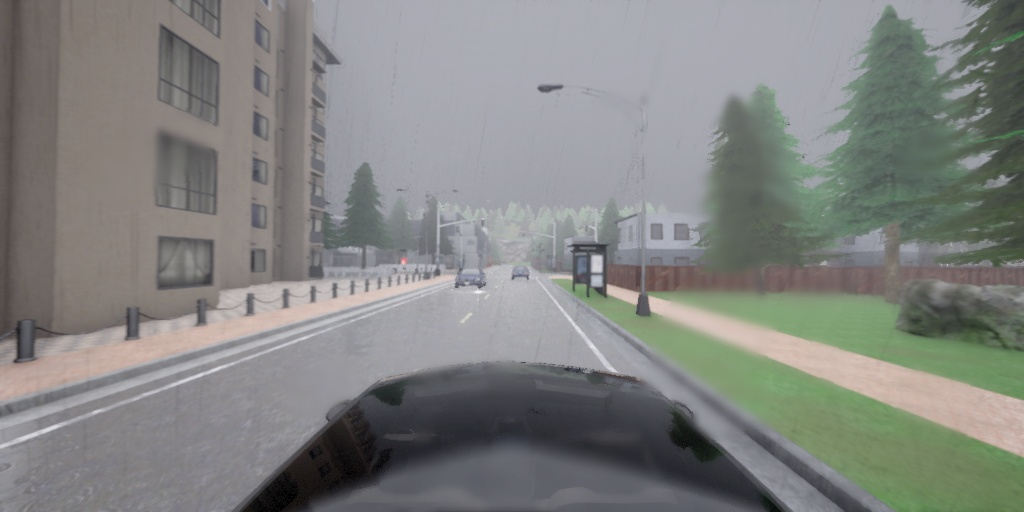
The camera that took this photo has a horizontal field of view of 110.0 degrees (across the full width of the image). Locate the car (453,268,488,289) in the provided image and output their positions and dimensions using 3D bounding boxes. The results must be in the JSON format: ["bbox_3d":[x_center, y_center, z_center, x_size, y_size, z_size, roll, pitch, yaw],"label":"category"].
[{"bbox_3d":[-2.925,1.575,26.175,1.812,1.442,4.674,1,-1,2],"label":"car"}]

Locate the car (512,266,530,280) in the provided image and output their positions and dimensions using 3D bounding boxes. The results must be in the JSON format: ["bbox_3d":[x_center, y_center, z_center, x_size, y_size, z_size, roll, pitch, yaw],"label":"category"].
[{"bbox_3d":[0.898,1.744,38.358,2.033,1.411,5.357,1,-1,1],"label":"car"}]
